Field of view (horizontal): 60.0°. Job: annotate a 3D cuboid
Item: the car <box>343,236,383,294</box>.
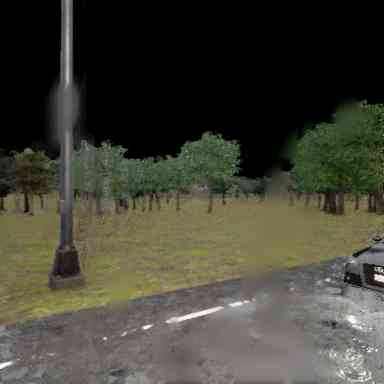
[{"bbox_3d":[5.441,1.559,7.803,4.181,1.385,1.994,0,0,-35],"label":"car"}]
